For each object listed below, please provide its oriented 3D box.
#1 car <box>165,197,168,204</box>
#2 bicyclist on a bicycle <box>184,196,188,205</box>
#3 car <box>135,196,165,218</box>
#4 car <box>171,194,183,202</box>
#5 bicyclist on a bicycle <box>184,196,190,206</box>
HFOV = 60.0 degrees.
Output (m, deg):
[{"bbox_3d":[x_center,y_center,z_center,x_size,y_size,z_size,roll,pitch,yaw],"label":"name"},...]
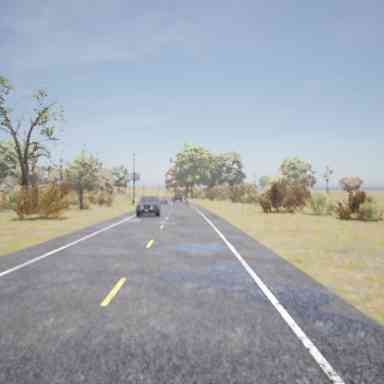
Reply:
[{"bbox_3d":[-6.290,1.765,73.237,1.882,1.535,5.008,0,0,-4],"label":"car"},{"bbox_3d":[-1.240,1.629,65.083,0.659,1.776,1.843,0,0,-4],"label":"bicyclist on a bicycle"},{"bbox_3d":[-4.186,1.368,32.775,2.150,2.045,5.566,0,-1,-2],"label":"car"},{"bbox_3d":[-3.532,1.437,82.918,2.150,2.045,5.566,0,0,-5],"label":"car"},{"bbox_3d":[-0.725,1.667,56.677,0.866,1.612,1.509,0,-1,-3],"label":"bicyclist on a bicycle"}]
